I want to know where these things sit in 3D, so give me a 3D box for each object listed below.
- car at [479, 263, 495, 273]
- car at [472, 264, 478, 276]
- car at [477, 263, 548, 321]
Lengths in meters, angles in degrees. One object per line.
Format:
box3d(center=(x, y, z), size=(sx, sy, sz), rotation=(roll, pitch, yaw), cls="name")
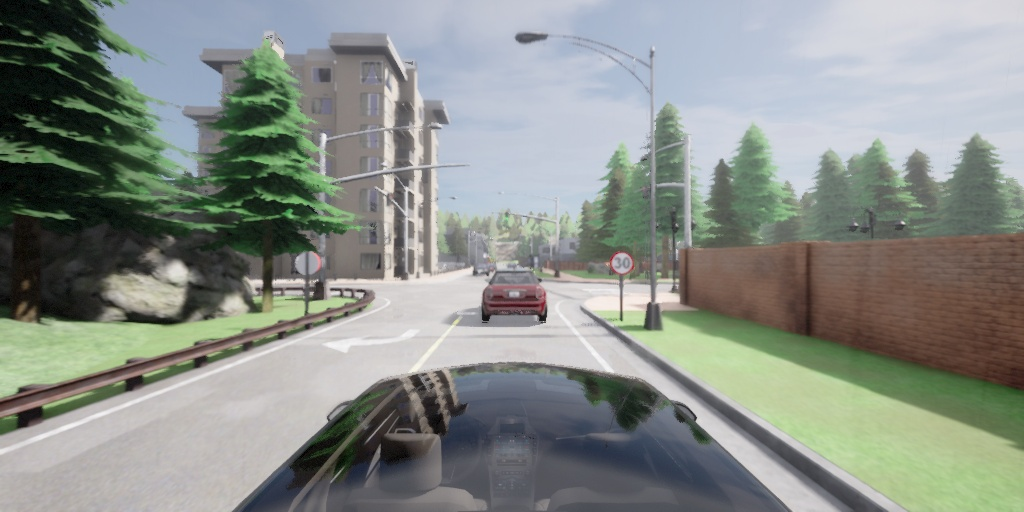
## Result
box3d(center=(-3.659, 1.812, 53.140), size=(1.994, 1.385, 4.181), rotation=(0, -1, 0), cls="car")
box3d(center=(-3.654, 1.644, 43.287), size=(2.128, 1.511, 4.902), rotation=(0, -1, 0), cls="car")
box3d(center=(0.078, 1.212, 13.041), size=(2.097, 1.767, 4.553), rotation=(0, -1, 0), cls="car")
